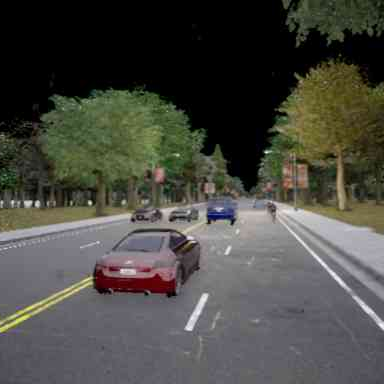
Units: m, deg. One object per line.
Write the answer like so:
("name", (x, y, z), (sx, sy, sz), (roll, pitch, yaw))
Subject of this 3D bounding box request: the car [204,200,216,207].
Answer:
("car", (3.834, 2.338, 68.955), (1.994, 1.385, 4.181), (-1, -1, 11))

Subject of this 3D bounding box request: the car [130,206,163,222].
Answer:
("car", (-3.897, 1.935, 29.257), (1.994, 1.385, 4.181), (-1, -1, 11))

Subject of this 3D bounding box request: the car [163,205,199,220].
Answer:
("car", (-0.621, 1.884, 29.092), (2.033, 1.411, 5.357), (-1, -1, 11))

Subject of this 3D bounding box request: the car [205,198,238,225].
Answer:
("car", (2.514, 1.504, 27.158), (2.150, 2.045, 5.566), (-1, -1, 11))

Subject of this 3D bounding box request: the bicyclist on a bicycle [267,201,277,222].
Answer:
("bicyclist on a bicycle", (6.565, 1.691, 26.807), (0.582, 1.620, 1.656), (-1, -1, 11))

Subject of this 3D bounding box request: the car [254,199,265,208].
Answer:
("car", (12.003, 2.127, 59.274), (2.033, 1.411, 5.357), (-1, -1, 11))

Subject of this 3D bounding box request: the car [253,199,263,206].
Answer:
("car", (14.435, 2.282, 72.461), (1.994, 1.385, 4.181), (-1, -1, 11))

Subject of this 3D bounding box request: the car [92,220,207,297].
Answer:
("car", (-0.969, 1.678, 9.015), (1.994, 1.385, 4.181), (-1, -1, 11))

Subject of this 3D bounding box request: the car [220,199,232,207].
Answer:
("car", (7.026, 2.268, 68.354), (2.128, 1.511, 4.902), (-1, -1, 11))
